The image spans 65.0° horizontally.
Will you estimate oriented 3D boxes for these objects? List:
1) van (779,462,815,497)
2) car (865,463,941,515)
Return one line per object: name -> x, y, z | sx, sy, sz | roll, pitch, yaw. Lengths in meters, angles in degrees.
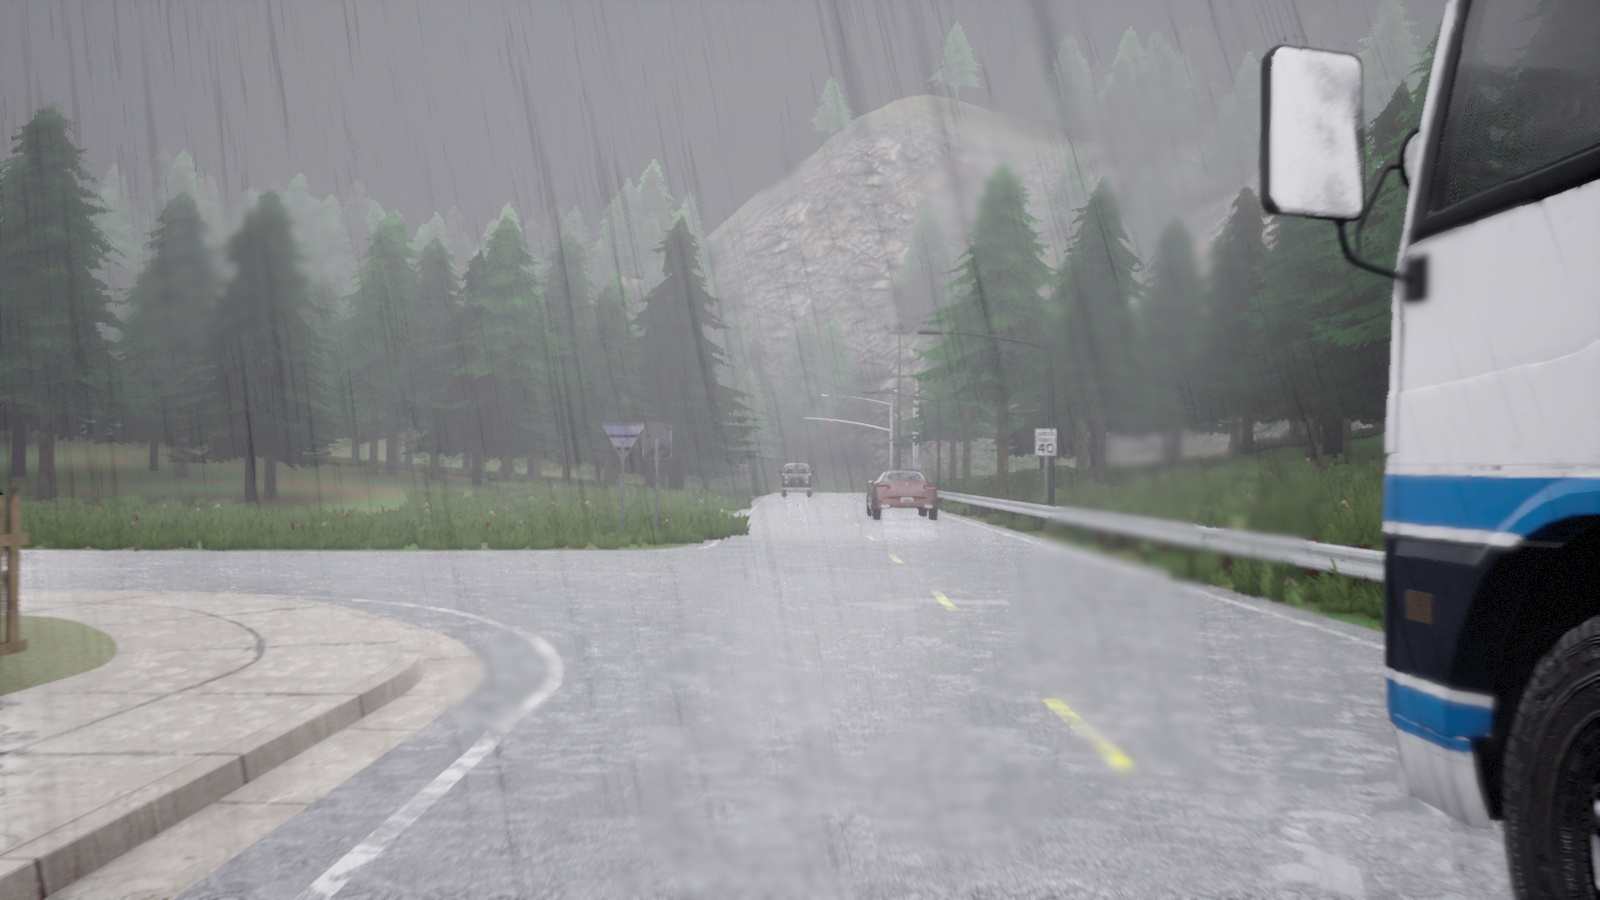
van -> -0.183, 1.796, 75.305 | 2.069, 2.038, 4.480 | 0, -2, 0
car -> 3.396, 1.286, 42.463 | 2.152, 1.651, 5.027 | 0, -1, 0
